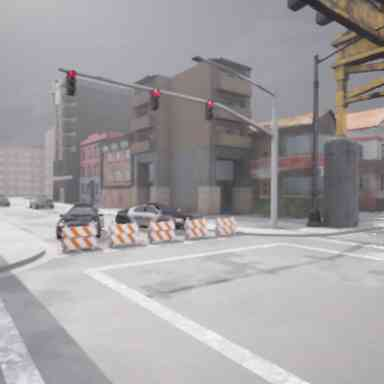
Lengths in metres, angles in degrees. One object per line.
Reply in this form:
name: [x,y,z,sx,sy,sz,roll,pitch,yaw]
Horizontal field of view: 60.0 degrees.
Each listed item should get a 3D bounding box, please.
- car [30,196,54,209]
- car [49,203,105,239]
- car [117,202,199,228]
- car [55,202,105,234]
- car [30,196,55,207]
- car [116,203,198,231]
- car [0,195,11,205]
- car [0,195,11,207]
car: [-18.129,1.235,40.206,2.038,1.542,4.974,0,0,-37]
car: [-5.501,1.376,16.840,2.038,1.542,4.974,0,0,-12]
car: [-2.020,1.241,19.101,4.536,1.218,1.853,1,0,33]
car: [-5.511,1.218,16.890,1.853,1.218,4.536,0,0,-12]
car: [-18.159,1.077,40.247,1.853,1.218,4.536,0,0,-37]
car: [-1.977,1.399,19.073,4.974,1.542,2.038,1,0,33]
car: [-25.995,1.007,45.043,1.853,1.218,4.536,0,0,-37]
car: [-25.965,1.165,45.002,2.038,1.542,4.974,0,0,-37]
